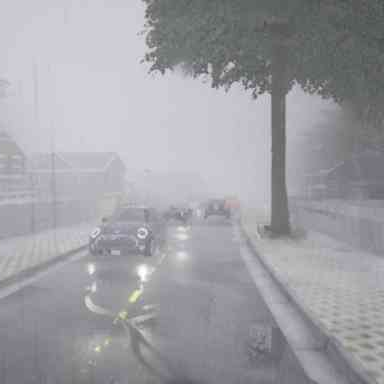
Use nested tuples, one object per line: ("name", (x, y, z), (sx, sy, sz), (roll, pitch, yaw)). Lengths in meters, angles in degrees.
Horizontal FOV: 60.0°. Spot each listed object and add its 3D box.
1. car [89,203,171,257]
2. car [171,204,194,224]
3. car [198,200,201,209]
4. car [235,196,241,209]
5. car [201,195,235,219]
("car", (-2.272, 1.338, 12.858), (2.097, 1.767, 4.553), (0, 0, 4))
("car", (-1.085, 1.576, 25.081), (1.895, 1.301, 4.718), (0, 0, 8))
("car", (2.084, 1.402, 43.021), (1.882, 1.535, 5.008), (1, 0, 13))
("car", (5.240, 1.303, 43.867), (2.097, 1.767, 4.553), (1, 0, 13))
("car", (2.330, 1.344, 29.111), (2.097, 1.767, 4.553), (1, 0, 10))
